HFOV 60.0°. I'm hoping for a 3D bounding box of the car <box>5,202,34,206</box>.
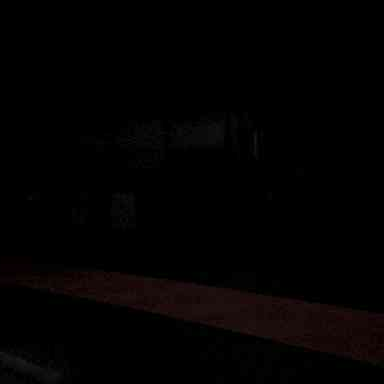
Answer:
[{"bbox_3d":[-16.258,1.694,30.859,1.837,1.490,4.892,-1,0,24],"label":"car"}]
